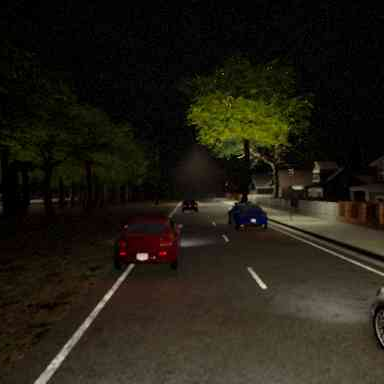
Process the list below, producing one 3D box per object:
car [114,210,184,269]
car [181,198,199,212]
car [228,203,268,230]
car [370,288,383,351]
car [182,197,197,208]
[{"bbox_3d":[-1.309,1.515,10.963,1.812,1.442,4.674,0,0,0],"label":"car"},{"bbox_3d":[-0.223,1.545,38.092,2.033,1.411,5.357,0,0,0],"label":"car"},{"bbox_3d":[3.438,1.464,21.187,1.882,1.535,5.008,0,0,0],"label":"car"},{"bbox_3d":[3.578,1.520,3.036,1.812,1.442,4.674,0,0,0],"label":"car"},{"bbox_3d":[-0.378,1.531,49.125,2.033,1.411,5.357,0,0,0],"label":"car"}]
